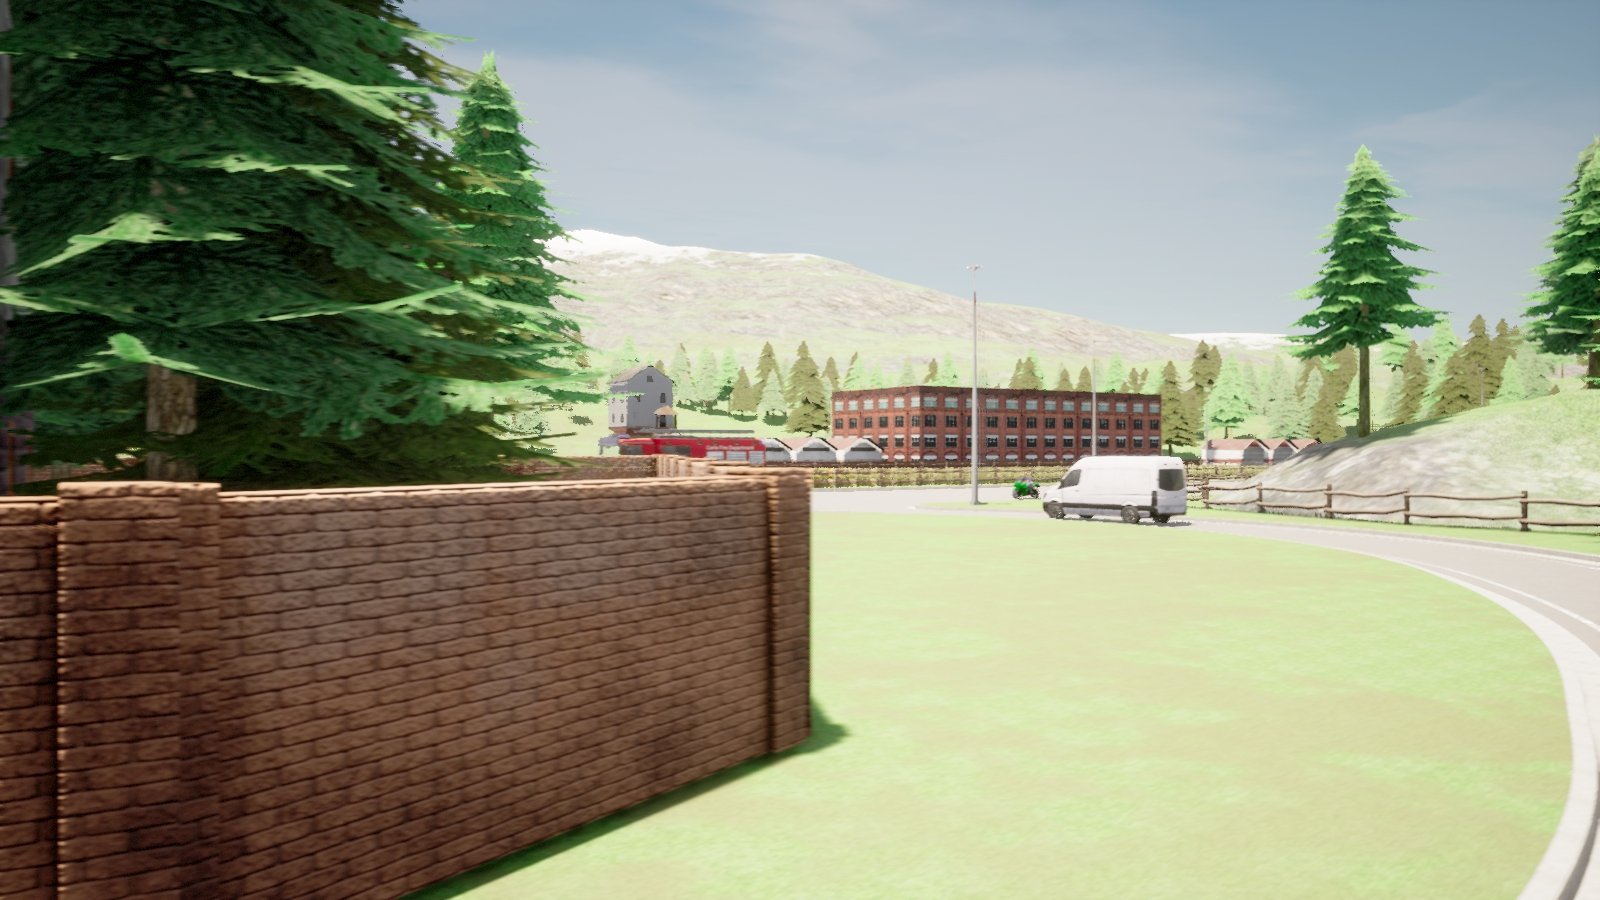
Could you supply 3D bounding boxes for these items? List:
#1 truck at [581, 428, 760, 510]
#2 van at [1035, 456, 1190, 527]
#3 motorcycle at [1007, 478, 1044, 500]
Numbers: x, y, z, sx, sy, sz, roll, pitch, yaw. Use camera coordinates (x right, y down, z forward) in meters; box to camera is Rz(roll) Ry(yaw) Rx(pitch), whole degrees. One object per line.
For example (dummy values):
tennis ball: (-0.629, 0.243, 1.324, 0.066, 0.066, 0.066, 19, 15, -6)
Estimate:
truck: (-6.361, 0.899, 56.803, 8.468, 3.827, 2.891, 0, 0, -32)
van: (12.095, 1.541, 44.628, 1.988, 2.561, 5.915, 1, 0, -35)
motorcycle: (12.739, 2.195, 64.612, 2.033, 1.199, 0.803, 0, 0, -32)
